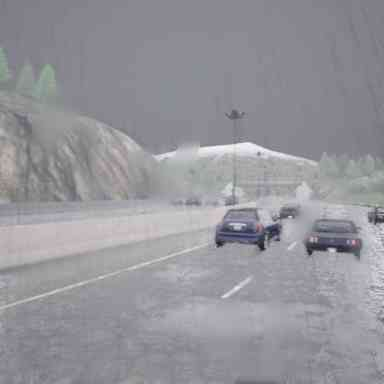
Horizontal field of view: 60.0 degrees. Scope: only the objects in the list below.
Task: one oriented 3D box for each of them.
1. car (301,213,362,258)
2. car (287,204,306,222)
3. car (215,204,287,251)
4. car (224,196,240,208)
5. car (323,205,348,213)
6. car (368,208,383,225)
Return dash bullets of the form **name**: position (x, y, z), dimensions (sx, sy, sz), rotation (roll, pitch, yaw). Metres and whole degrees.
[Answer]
- **car**: position (5.813, 1.746, 13.512), dimensions (1.895, 1.301, 4.718), rotation (0, 0, 26)
- **car**: position (8.902, 1.787, 29.405), dimensions (1.837, 1.490, 4.892), rotation (0, 0, 21)
- **car**: position (2.747, 1.477, 15.218), dimensions (2.097, 1.767, 4.553), rotation (0, -1, 26)
- **car**: position (7.209, 1.685, 59.594), dimensions (2.150, 2.045, 5.566), rotation (0, 0, 14)
- **car**: position (12.293, 1.832, 28.473), dimensions (1.812, 1.442, 4.674), rotation (0, 0, 21)
- **car**: position (15.308, 1.924, 26.565), dimensions (1.895, 1.301, 4.718), rotation (0, 0, 21)
